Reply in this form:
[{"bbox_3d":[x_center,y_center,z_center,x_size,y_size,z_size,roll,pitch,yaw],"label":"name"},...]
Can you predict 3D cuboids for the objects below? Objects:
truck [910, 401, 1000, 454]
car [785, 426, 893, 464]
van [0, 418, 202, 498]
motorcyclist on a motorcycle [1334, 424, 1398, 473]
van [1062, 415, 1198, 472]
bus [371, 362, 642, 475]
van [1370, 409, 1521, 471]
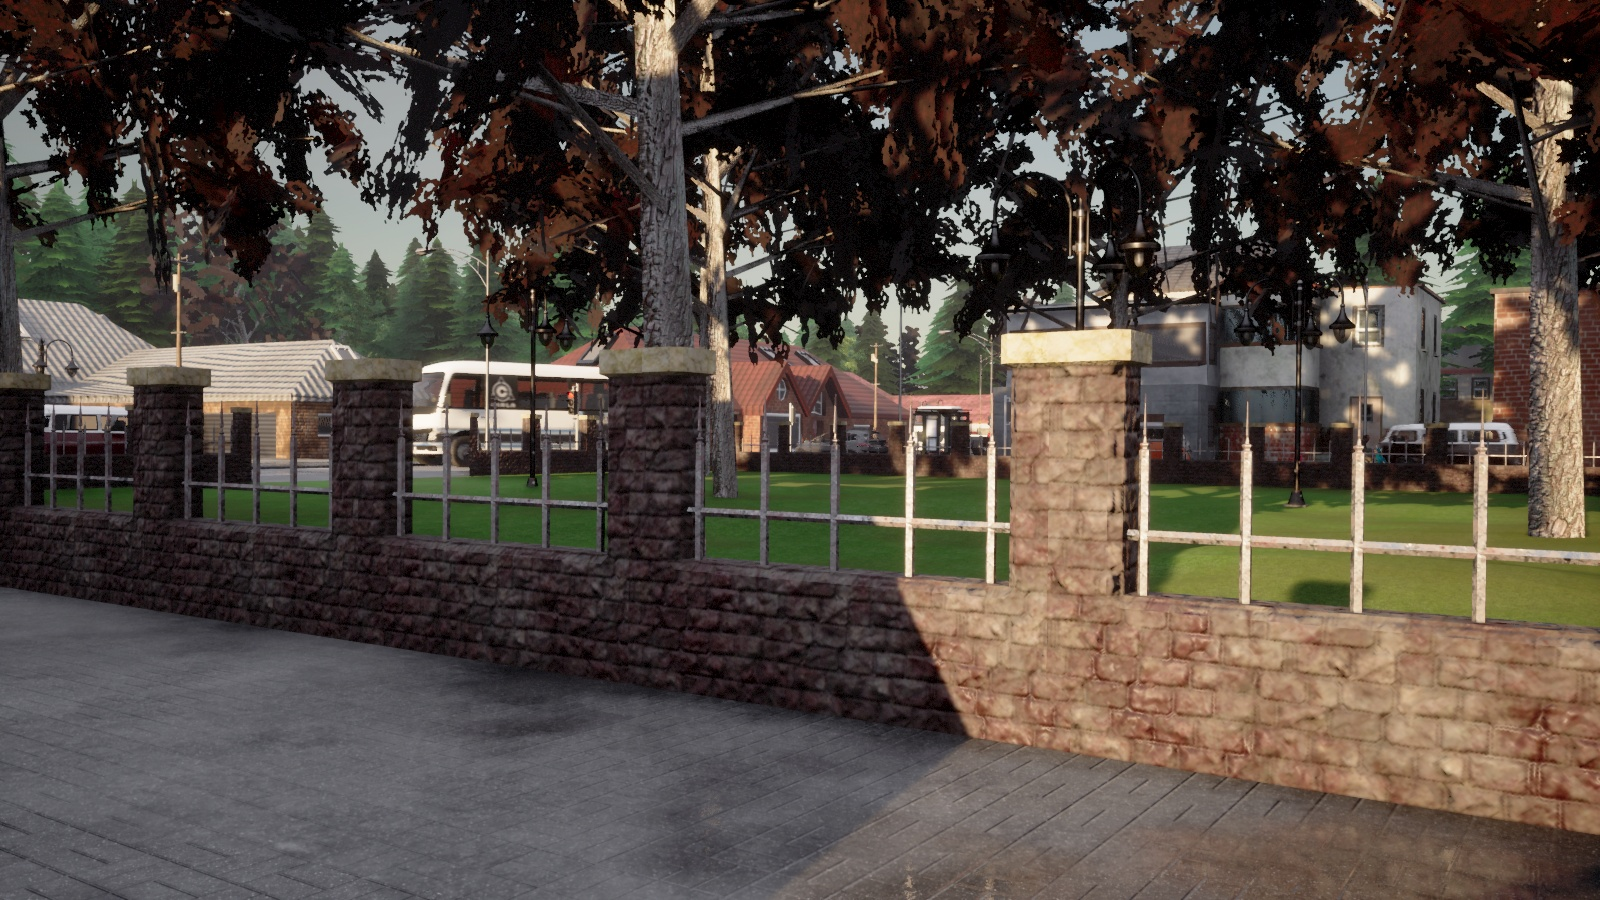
[{"bbox_3d":[10.791,-1.529,86.497,2.891,3.462,7.936,0,1,34],"label":"truck"},{"bbox_3d":[1.773,-0.230,57.814,4.611,1.667,2.242,0,1,42],"label":"car"},{"bbox_3d":[-19.074,0.159,34.308,2.069,2.038,4.480,0,1,33],"label":"van"},{"bbox_3d":[18.643,-0.048,41.342,1.817,1.590,0.866,0,1,32],"label":"motorcyclist on a motorcycle"},{"bbox_3d":[12.015,-0.249,45.764,4.442,1.987,1.775,0,1,32],"label":"van"},{"bbox_3d":[-11.903,-1.246,51.883,10.273,4.253,3.944,-1,1,-43],"label":"bus"},{"bbox_3d":[22.441,-0.345,43.684,4.480,2.038,2.069,0,1,34],"label":"van"}]
